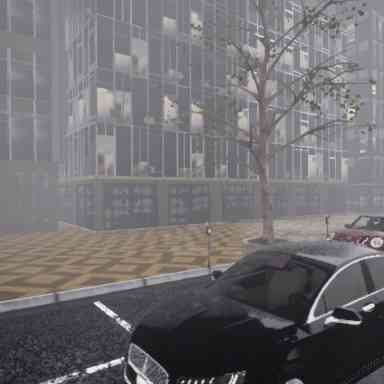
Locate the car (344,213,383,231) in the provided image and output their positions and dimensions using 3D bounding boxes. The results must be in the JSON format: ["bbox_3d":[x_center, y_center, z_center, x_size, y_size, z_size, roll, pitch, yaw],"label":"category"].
[{"bbox_3d":[6.183,1.439,10.985,4.097,1.590,1.967,0,0,-36],"label":"car"}]

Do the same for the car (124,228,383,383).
[{"bbox_3d":[1.517,1.504,4.463,4.892,1.490,1.837,0,0,-36],"label":"car"}]
